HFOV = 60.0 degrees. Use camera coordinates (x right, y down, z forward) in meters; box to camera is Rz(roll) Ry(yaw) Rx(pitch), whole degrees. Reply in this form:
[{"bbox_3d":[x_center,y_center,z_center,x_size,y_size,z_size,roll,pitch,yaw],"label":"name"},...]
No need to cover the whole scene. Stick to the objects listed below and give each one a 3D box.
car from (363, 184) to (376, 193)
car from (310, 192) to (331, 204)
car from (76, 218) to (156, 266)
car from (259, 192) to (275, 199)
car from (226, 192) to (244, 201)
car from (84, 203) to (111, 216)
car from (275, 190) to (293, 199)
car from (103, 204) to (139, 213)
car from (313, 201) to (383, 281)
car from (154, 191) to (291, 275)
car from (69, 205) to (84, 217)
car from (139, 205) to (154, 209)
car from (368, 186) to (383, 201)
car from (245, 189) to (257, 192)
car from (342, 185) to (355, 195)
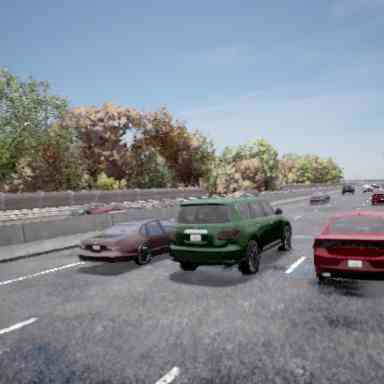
[{"bbox_3d":[39.866,-0.498,75.172,1.895,1.301,4.718,-3,0,31],"label":"car"},{"bbox_3d":[16.366,0.705,42.448,2.033,1.411,5.357,-3,0,31],"label":"car"},{"bbox_3d":[-1.606,1.655,12.190,2.033,1.411,5.357,-3,0,31],"label":"car"},{"bbox_3d":[15.346,0.704,68.128,1.994,1.385,4.181,-3,0,31],"label":"car"},{"bbox_3d":[9.334,0.970,71.706,1.882,1.535,5.008,-3,0,31],"label":"car"},{"bbox_3d":[-8.459,2.004,35.027,1.882,1.535,5.008,-3,0,31],"label":"car"},{"bbox_3d":[18.347,0.507,66.339,2.128,1.511,4.902,-3,0,31],"label":"car"},{"bbox_3d":[-5.985,1.985,32.351,1.895,1.301,4.718,-3,0,31],"label":"car"},{"bbox_3d":[4.556,1.237,8.877,1.882,1.535,5.008,-3,0,31],"label":"car"},{"bbox_3d":[1.464,1.155,10.544,2.150,2.045,5.566,-3,0,31],"label":"car"},{"bbox_3d":[-11.358,2.042,37.000,2.097,1.767,4.553,-3,0,31],"label":"car"},{"bbox_3d":[-2.422,1.536,31.521,2.097,1.767,4.553,-3,0,31],"label":"car"},{"bbox_3d":[19.608,0.442,34.225,1.882,1.535,5.008,-3,0,31],"label":"car"},{"bbox_3d":[12.309,0.548,69.892,2.150,2.045,5.566,-3,0,31],"label":"car"},{"bbox_3d":[33.744,-0.534,71.745,2.150,2.045,5.566,-3,0,31],"label":"car"}]
